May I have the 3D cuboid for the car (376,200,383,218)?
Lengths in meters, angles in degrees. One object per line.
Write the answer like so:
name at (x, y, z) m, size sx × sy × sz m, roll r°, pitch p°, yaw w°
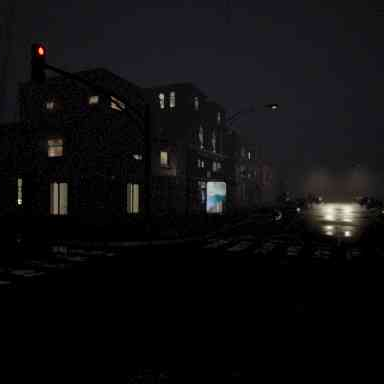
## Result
car at (16.750, 1.588, 27.581) m, size 1.802 × 1.307 × 4.206 m, roll 0°, pitch 0°, yaw 24°

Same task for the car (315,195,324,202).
car at (31.241, 1.472, 81.536) m, size 1.967 × 1.590 × 4.097 m, roll 0°, pitch 0°, yaw 24°

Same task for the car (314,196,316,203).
car at (15.660, 1.536, 45.975) m, size 1.752 × 1.417 × 4.829 m, roll 0°, pitch 0°, yaw 24°

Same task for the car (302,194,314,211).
car at (13.512, 1.448, 41.073) m, size 1.967 × 1.590 × 4.097 m, roll 0°, pitch 0°, yaw 24°

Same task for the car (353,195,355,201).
car at (34.478, 1.607, 68.043) m, size 1.802 × 1.307 × 4.206 m, roll 0°, pitch 0°, yaw 24°

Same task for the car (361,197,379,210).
car at (23.398, 1.562, 42.755) m, size 2.008 × 1.369 × 4.403 m, roll 0°, pitch 0°, yaw 24°

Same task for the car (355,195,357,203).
car at (30.047, 1.569, 57.929) m, size 2.008 × 1.369 × 4.403 m, roll 0°, pitch 0°, yaw 24°

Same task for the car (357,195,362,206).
car at (27.831, 1.456, 52.870) m, size 1.967 × 1.590 × 4.097 m, roll 0°, pitch 0°, yaw 24°

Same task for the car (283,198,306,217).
car at (9.079, 1.556, 30.957) m, size 2.008 × 1.369 × 4.403 m, roll 0°, pitch 0°, yaw 24°

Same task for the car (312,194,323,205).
car at (22.377, 1.333, 61.305) m, size 2.192 × 1.841 × 5.009 m, roll 0°, pitch 0°, yaw 24°

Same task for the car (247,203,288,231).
car at (4.648, 1.585, 20.842) m, size 1.802 × 1.307 × 4.206 m, roll 0°, pitch 0°, yaw 24°
